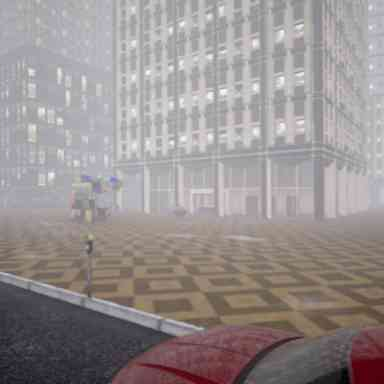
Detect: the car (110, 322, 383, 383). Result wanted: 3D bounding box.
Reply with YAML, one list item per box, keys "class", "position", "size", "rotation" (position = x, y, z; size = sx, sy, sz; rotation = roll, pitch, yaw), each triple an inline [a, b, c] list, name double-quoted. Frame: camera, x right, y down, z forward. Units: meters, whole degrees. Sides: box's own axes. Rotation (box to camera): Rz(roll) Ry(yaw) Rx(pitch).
- class: "car"
  position: [1.383, 1.543, 1.922]
  size: [4.507, 1.381, 1.887]
  rotation: [0, 0, 35]
